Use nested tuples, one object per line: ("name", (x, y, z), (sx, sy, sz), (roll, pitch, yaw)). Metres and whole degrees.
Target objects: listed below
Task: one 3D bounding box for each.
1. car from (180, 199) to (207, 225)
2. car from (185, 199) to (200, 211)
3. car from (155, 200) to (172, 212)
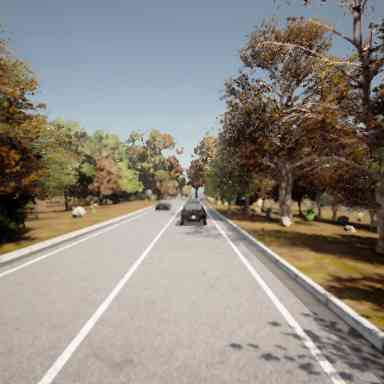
("car", (0.106, 1.578, 25.420), (1.882, 1.535, 5.008), (0, 0, 0))
("car", (0.111, 1.645, 43.429), (1.837, 1.490, 4.892), (0, 0, 0))
("car", (-3.574, 1.741, 42.035), (1.895, 1.301, 4.718), (0, 0, 0))
